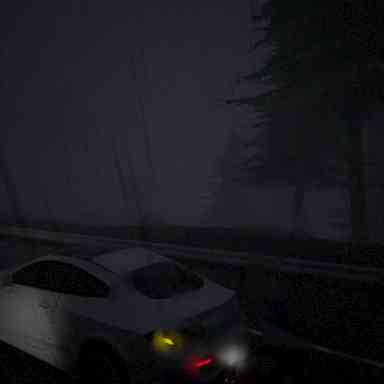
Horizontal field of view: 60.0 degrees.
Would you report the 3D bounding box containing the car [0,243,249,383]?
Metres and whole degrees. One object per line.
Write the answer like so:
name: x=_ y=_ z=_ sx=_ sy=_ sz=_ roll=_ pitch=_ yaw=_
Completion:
car: x=-1.496 y=1.493 z=4.792 sx=4.674 sy=1.442 sz=1.812 roll=0 pitch=0 yaw=33
